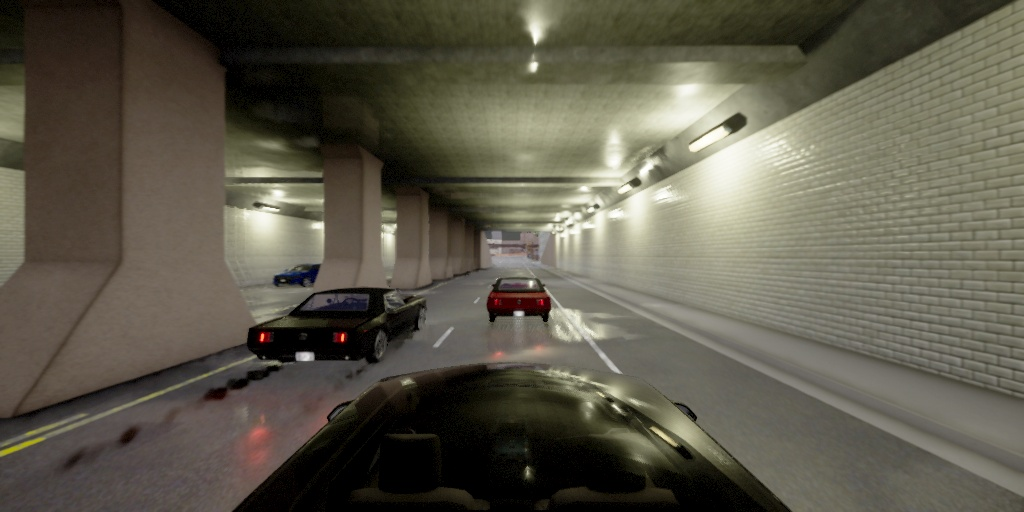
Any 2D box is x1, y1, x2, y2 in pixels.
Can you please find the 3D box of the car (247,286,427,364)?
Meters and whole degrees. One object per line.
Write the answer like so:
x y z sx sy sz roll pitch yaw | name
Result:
-3.328 1.348 8.049 1.895 1.301 4.718 0 0 1 | car

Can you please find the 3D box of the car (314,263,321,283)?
-10.323 1.232 23.382 2.128 1.511 4.902 0 0 1 | car

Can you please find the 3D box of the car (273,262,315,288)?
-13.813 1.215 24.177 1.882 1.535 5.008 0 0 1 | car

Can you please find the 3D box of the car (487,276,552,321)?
0.224 1.352 12.422 1.895 1.301 4.718 0 0 1 | car
